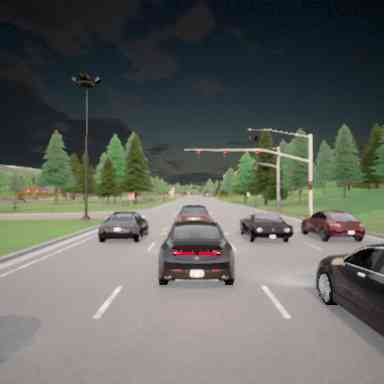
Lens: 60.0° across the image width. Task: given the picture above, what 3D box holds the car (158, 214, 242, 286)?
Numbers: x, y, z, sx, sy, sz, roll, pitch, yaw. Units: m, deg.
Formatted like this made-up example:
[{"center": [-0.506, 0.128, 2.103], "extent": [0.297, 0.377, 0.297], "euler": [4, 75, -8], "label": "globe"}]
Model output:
[{"center": [0.101, 1.573, 9.620], "extent": [1.837, 1.490, 4.892], "euler": [0, -1, 0], "label": "car"}]

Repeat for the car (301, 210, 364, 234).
[{"center": [7.100, 1.651, 17.113], "extent": [1.812, 1.442, 4.674], "euler": [0, 0, 0], "label": "car"}]

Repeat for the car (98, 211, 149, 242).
[{"center": [-3.399, 1.689, 17.126], "extent": [1.994, 1.385, 4.181], "euler": [0, -1, 0], "label": "car"}]

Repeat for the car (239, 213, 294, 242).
[{"center": [3.600, 1.726, 17.028], "extent": [1.895, 1.301, 4.718], "euler": [0, 0, 0], "label": "car"}]

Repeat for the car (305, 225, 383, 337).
[{"center": [3.600, 1.544, 5.305], "extent": [1.837, 1.490, 4.892], "euler": [0, -1, 0], "label": "car"}]

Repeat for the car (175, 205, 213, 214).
[{"center": [0.099, 1.490, 18.760], "extent": [2.097, 1.767, 4.553], "euler": [0, 0, 0], "label": "car"}]
